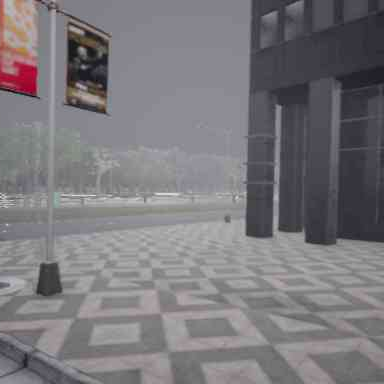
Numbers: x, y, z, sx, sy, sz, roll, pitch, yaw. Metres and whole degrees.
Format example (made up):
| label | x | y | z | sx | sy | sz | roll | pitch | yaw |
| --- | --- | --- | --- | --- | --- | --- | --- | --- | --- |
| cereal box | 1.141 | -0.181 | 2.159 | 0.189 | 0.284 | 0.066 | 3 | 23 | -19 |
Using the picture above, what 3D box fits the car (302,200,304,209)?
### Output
| label | x | y | z | sx | sy | sz | roll | pitch | yaw |
| --- | --- | --- | --- | --- | --- | --- | --- | --- | --- |
| car | 16.078 | 1.610 | 44.613 | 1.882 | 1.535 | 5.008 | 2 | 2 | 45 |
